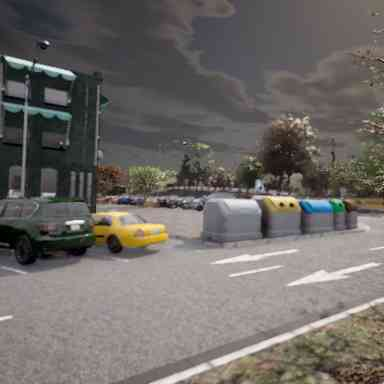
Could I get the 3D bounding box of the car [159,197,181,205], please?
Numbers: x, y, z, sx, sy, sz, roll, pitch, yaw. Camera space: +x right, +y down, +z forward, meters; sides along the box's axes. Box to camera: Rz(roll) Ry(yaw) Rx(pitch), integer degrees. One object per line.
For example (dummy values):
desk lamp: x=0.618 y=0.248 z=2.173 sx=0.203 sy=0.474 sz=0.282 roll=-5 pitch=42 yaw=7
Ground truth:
car: x=-4.911 y=2.048 z=74.250 sx=2.163 sy=1.488 sz=4.792 roll=2 pitch=-2 yaw=35

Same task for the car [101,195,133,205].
car: x=-12.400 y=1.345 z=55.406 sx=2.097 sy=1.535 sz=5.008 roll=1 pitch=-1 yaw=35

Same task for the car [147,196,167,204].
car: x=-8.364 y=1.895 z=79.222 sx=2.185 sy=1.767 sz=4.553 roll=1 pitch=-2 yaw=35

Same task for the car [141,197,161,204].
car: x=-10.055 y=2.024 z=81.725 sx=2.231 sy=1.521 sz=4.892 roll=2 pitch=-2 yaw=35

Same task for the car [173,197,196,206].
car: x=-1.547 y=2.006 z=69.158 sx=1.946 sy=1.575 sz=5.366 roll=2 pitch=-2 yaw=35

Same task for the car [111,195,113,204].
car: x=-10.810 y=1.337 z=52.817 sx=1.946 sy=1.575 sz=5.366 roll=1 pitch=-1 yaw=35

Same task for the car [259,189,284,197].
car: x=14.131 y=0.297 z=59.121 sx=1.837 sy=1.490 sz=4.892 roll=3 pitch=2 yaw=-34

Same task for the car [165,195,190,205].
car: x=-3.140 y=1.770 z=71.826 sx=2.435 sy=2.045 sz=5.566 roll=1 pitch=-2 yaw=35

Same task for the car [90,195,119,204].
car: x=-15.765 y=1.378 z=60.290 sx=2.163 sy=1.488 sz=4.792 roll=0 pitch=-1 yaw=35

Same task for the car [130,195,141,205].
car: x=-5.646 y=1.343 z=45.676 sx=2.231 sy=1.521 sz=4.892 roll=0 pitch=-1 yaw=35

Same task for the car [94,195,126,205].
car: x=-14.185 y=1.339 z=57.678 sx=1.946 sy=1.575 sz=5.366 roll=1 pitch=-1 yaw=35

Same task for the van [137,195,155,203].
van: x=-11.712 y=1.803 z=84.309 sx=1.878 sy=1.987 sz=4.442 roll=1 pitch=-2 yaw=35

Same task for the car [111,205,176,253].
car: x=-3.467 y=1.488 z=13.647 sx=5.366 sy=1.575 sz=1.946 roll=-1 pitch=-1 yaw=35

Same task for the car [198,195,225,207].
car: x=3.759 y=1.766 z=61.897 sx=2.435 sy=2.045 sz=5.566 roll=1 pitch=-2 yaw=35

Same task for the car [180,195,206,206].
car: x=0.270 y=1.765 z=66.812 sx=2.435 sy=2.045 sz=5.566 roll=2 pitch=-2 yaw=35

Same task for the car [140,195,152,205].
car: x=-3.860 y=1.342 z=43.406 sx=1.946 sy=1.575 sz=5.366 roll=0 pitch=-1 yaw=35

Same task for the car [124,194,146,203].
car: x=-15.229 y=1.771 z=89.149 sx=2.435 sy=2.045 sz=5.566 roll=2 pitch=-2 yaw=35

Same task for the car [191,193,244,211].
car: x=2.787 y=1.085 z=33.508 sx=2.435 sy=2.045 sz=5.566 roll=1 pitch=-1 yaw=35

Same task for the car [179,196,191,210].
car: x=1.102 y=1.377 z=35.960 sx=2.002 sy=1.452 sz=4.674 roll=1 pitch=-1 yaw=35

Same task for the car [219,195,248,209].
car: x=7.175 y=1.761 z=56.882 sx=2.435 sy=2.045 sz=5.566 roll=2 pitch=-2 yaw=35

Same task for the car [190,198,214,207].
car: x=1.990 y=2.017 z=64.346 sx=2.231 sy=1.521 sz=4.892 roll=1 pitch=-2 yaw=35

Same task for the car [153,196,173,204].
car: x=-6.629 y=1.894 z=76.739 sx=2.185 sy=1.767 sz=4.553 roll=1 pitch=-2 yaw=35

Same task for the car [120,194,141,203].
car: x=-16.941 y=1.773 z=91.686 sx=2.435 sy=2.045 sz=5.566 roll=1 pitch=-2 yaw=35

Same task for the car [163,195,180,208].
car: x=-0.588 y=1.339 z=38.387 sx=2.231 sy=1.521 sz=4.892 roll=0 pitch=-1 yaw=35

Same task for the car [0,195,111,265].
car: x=-5.806 y=1.225 z=11.808 sx=5.566 sy=2.045 sz=2.435 roll=-1 pitch=-1 yaw=35

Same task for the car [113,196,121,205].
car: x=-9.016 y=1.344 z=50.537 sx=2.097 sy=1.535 sz=5.008 roll=0 pitch=-1 yaw=35

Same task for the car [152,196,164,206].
car: x=-2.290 y=1.213 z=40.799 sx=2.185 sy=1.767 sz=4.553 roll=0 pitch=-1 yaw=35

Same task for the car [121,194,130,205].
car: x=-7.347 y=1.372 z=48.085 sx=2.163 sy=1.488 sz=4.792 roll=1 pitch=-1 yaw=35

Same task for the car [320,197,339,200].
car: x=17.541 y=1.757 z=42.041 sx=2.435 sy=2.045 sz=5.566 roll=1 pitch=-2 yaw=35

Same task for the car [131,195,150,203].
car: x=-13.480 y=1.899 z=86.713 sx=2.185 sy=1.767 sz=4.553 roll=2 pitch=-2 yaw=35
